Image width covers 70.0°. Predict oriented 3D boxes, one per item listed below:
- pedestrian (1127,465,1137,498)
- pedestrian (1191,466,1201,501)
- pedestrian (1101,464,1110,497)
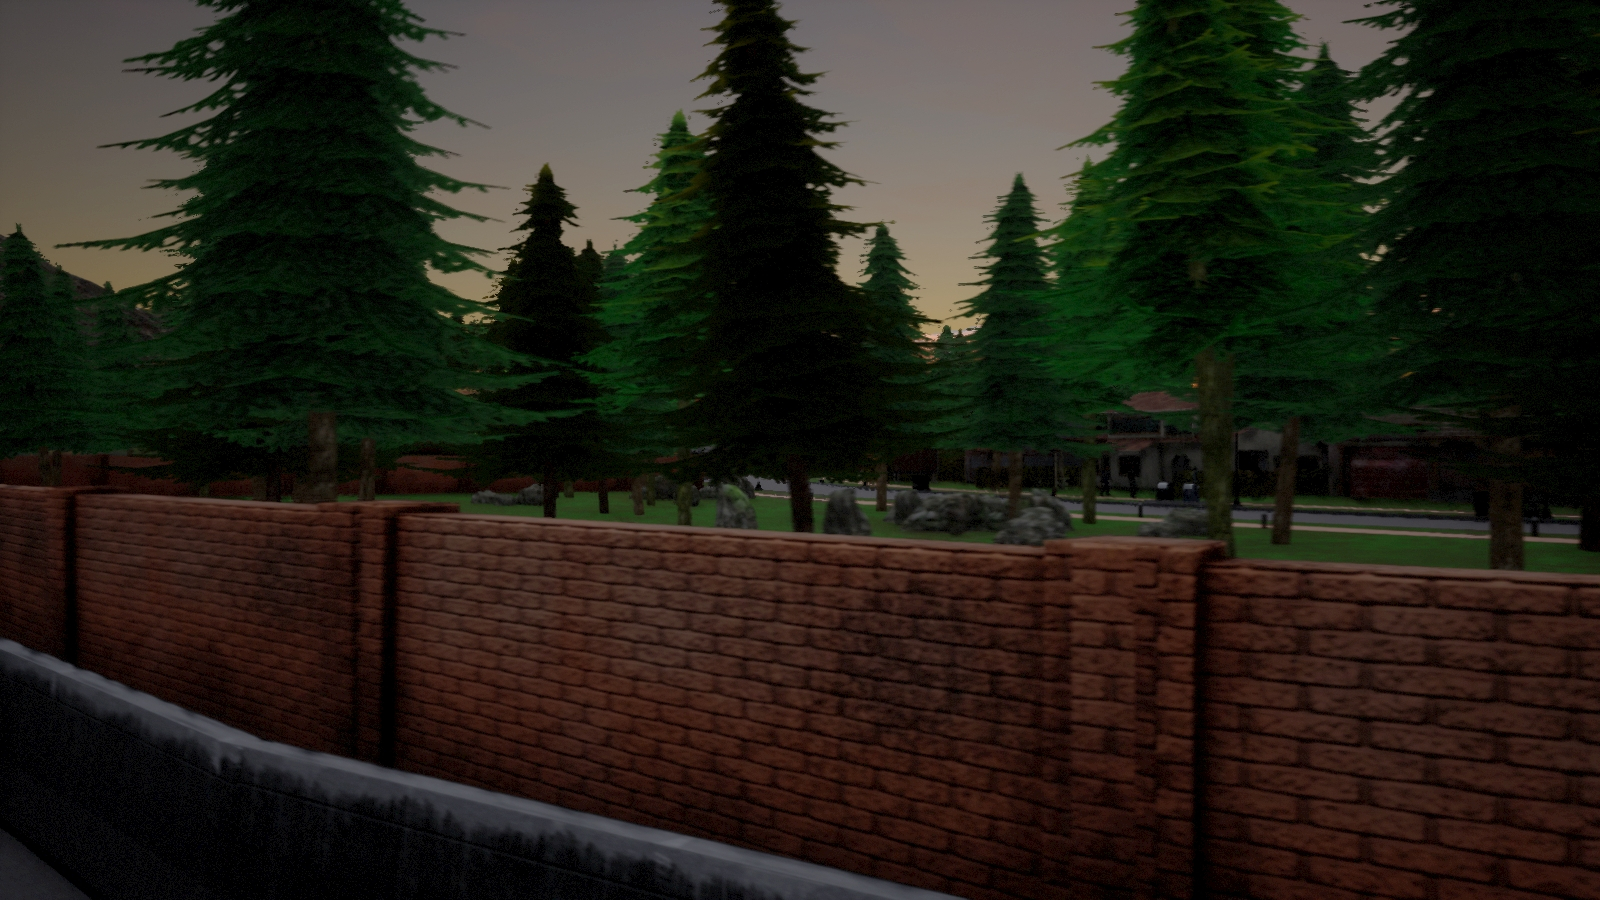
[{"bbox_3d":[18.697,1.770,64.328,0.375,1.860,0.375,0,0,-29],"label":"pedestrian"},{"bbox_3d":[21.044,1.767,60.721,0.375,1.860,0.375,0,0,-33],"label":"pedestrian"},{"bbox_3d":[17.753,1.773,66.440,0.375,1.860,0.375,0,0,-29],"label":"pedestrian"}]
